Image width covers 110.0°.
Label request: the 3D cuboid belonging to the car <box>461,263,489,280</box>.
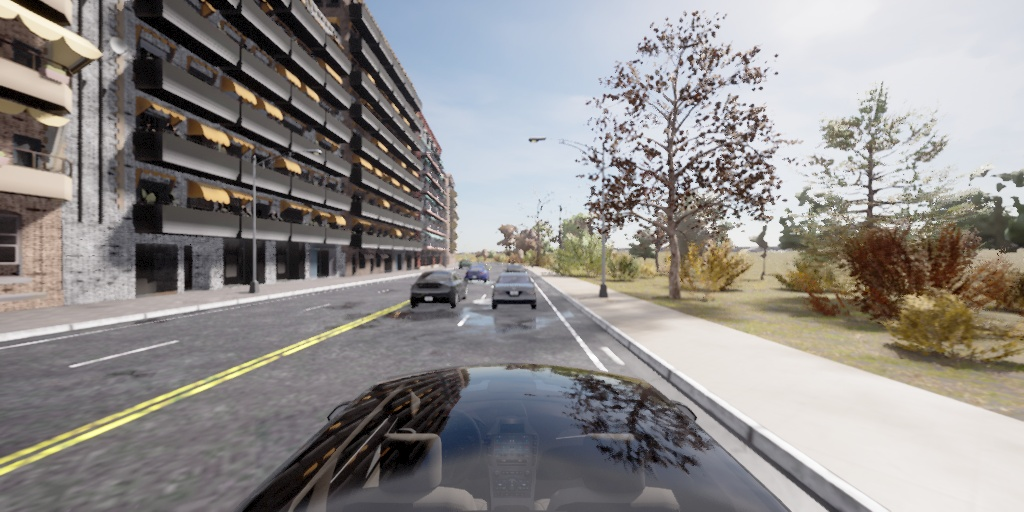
[{"bbox_3d":[-2.995,1.553,31.134,1.812,1.442,4.674,0,0,1],"label":"car"}]

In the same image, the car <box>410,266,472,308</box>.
[{"bbox_3d":[-3.146,1.392,16.071,1.837,1.490,4.892,0,0,1],"label":"car"}]

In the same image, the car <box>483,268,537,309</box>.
[{"bbox_3d":[0.098,1.428,15.713,2.033,1.411,5.357,0,-1,1],"label":"car"}]

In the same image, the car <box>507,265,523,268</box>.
[{"bbox_3d":[0.254,1.535,31.022,1.837,1.490,4.892,0,0,1],"label":"car"}]
